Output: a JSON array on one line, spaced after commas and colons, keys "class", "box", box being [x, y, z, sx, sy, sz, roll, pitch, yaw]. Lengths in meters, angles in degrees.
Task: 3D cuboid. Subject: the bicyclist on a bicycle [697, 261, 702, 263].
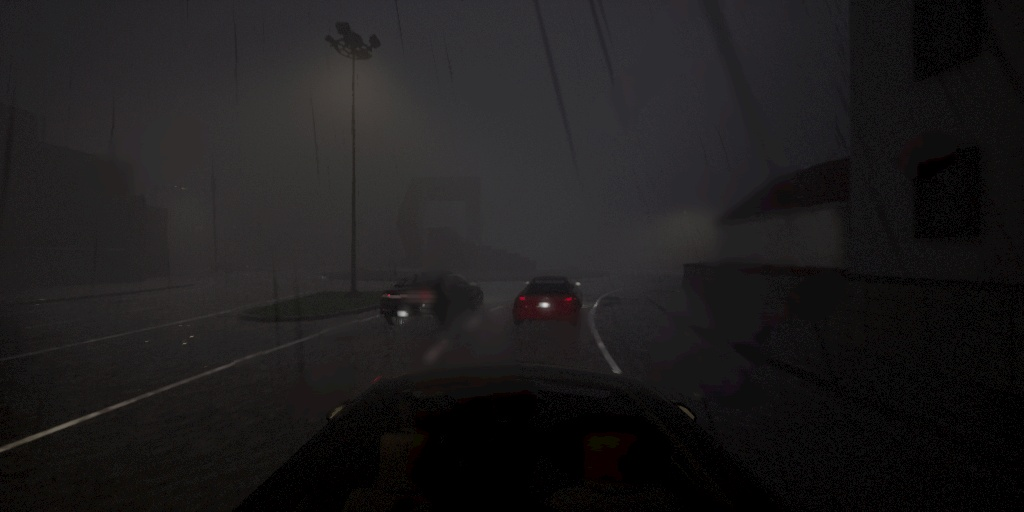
[{"class": "bicyclist on a bicycle", "box": [17.932, 1.257, 34.449, 1.656, 1.620, 0.582, 0, 0, 8]}]

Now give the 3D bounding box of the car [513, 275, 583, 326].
[{"class": "car", "box": [1.314, 1.331, 11.889, 1.994, 1.385, 4.181, 0, 0, 11]}]

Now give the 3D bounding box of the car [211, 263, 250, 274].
[{"class": "car", "box": [-33.170, 1.419, 42.293, 4.718, 1.301, 1.895, 0, 0, 24]}]

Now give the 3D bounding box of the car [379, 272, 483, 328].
[{"class": "car", "box": [-2.319, 1.258, 11.496, 2.128, 1.511, 4.902, 0, 0, 11]}]
